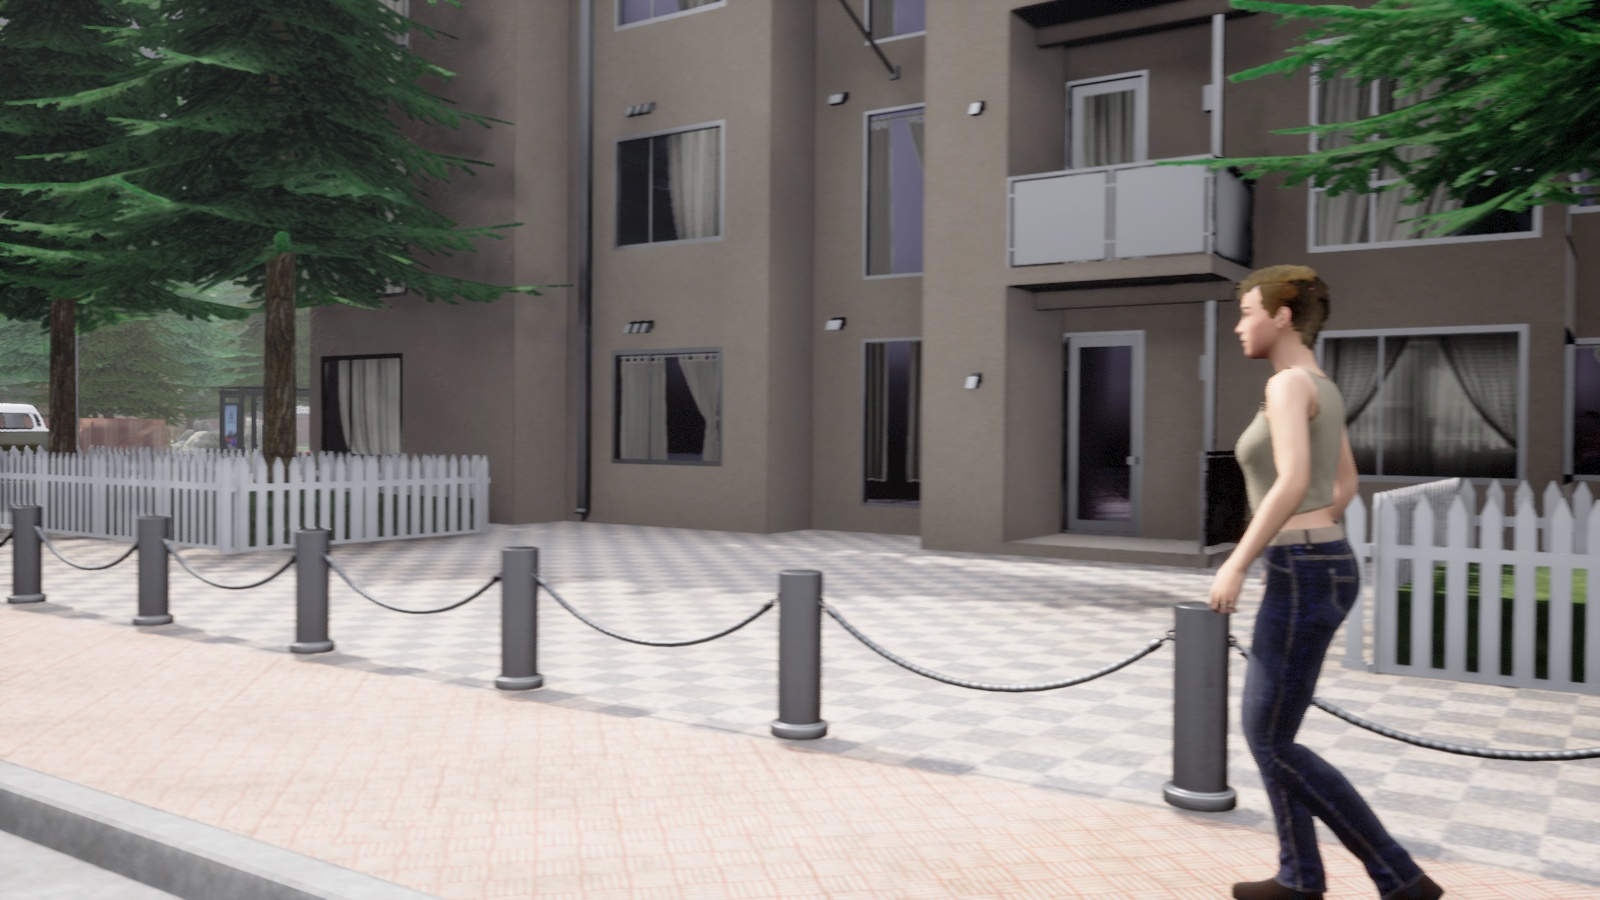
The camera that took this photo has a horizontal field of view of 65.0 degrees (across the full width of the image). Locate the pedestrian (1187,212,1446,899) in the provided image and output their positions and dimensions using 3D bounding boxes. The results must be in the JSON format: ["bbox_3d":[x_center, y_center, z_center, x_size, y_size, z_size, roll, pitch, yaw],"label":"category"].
[{"bbox_3d":[1.406,0.327,3.418,0.594,1.836,0.345,0,1,33],"label":"pedestrian"}]

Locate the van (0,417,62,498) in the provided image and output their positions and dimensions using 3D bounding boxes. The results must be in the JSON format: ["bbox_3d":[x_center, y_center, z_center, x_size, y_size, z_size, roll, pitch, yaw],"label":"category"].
[{"bbox_3d":[-21.516,0.201,31.727,2.069,2.038,4.480,0,1,35],"label":"van"}]
